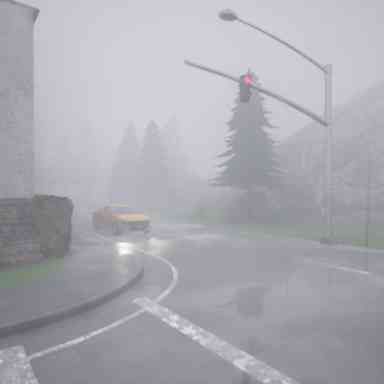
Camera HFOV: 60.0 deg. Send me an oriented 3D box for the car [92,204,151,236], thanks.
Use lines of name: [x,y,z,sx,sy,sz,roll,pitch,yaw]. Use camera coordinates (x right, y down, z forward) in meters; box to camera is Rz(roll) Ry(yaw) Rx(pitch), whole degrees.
car: [-4.039,1.454,18.648,1.882,1.535,5.008,0,0,-34]
